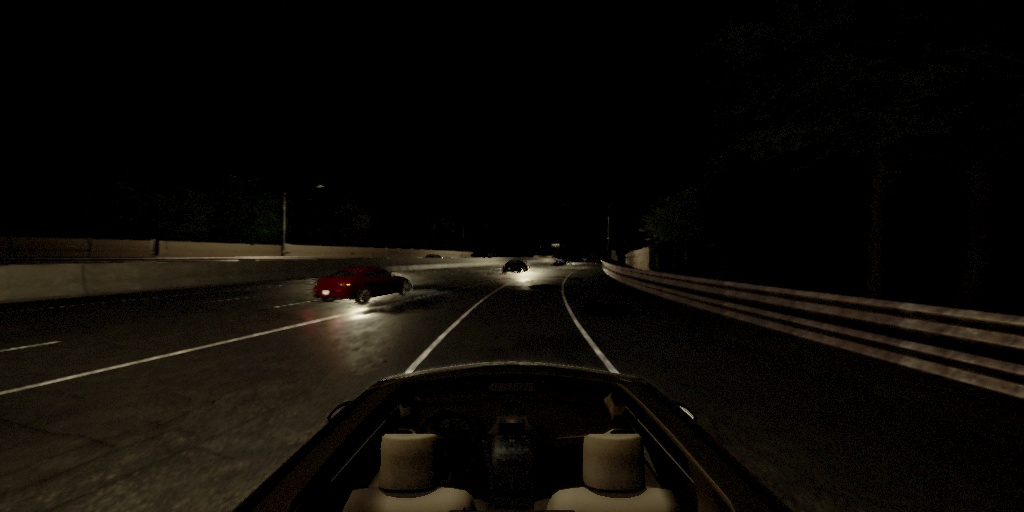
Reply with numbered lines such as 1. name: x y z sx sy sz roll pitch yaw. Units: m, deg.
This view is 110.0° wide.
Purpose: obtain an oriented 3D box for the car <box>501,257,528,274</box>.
1. car: 0.384 1.111 38.294 1.812 1.442 4.674 1 0 16

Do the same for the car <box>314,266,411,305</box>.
1. car: -6.227 1.158 15.423 1.812 1.442 4.674 1 1 16
